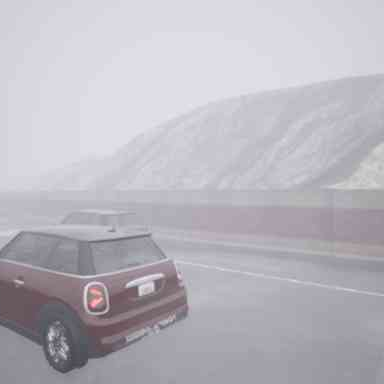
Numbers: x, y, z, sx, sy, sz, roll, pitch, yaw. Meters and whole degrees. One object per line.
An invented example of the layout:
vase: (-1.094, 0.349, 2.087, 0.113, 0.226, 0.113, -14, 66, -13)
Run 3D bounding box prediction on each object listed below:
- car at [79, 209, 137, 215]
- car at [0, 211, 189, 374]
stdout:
car: (-3.425, 1.369, 11.304, 4.553, 1.767, 2.097, 0, 0, 39)
car: (-2.319, 1.361, 5.912, 4.553, 1.767, 2.097, 0, 0, 37)
